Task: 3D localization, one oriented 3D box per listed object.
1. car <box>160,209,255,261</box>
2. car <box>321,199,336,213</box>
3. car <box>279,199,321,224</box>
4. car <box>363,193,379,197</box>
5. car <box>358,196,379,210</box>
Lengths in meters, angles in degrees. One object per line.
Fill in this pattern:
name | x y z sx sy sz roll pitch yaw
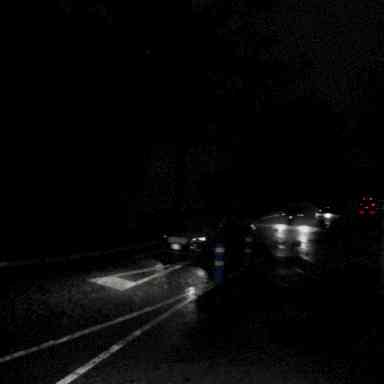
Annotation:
car | 0.774 1.415 12.256 2.128 1.511 4.902 1 1 31
car | 13.893 1.398 34.867 2.033 1.411 5.357 1 1 30
car | 7.788 1.424 24.250 1.837 1.490 4.892 1 1 30
car | 26.683 1.187 49.909 2.150 2.045 5.566 1 0 30
car | 21.617 1.520 40.907 1.895 1.301 4.718 1 1 30
